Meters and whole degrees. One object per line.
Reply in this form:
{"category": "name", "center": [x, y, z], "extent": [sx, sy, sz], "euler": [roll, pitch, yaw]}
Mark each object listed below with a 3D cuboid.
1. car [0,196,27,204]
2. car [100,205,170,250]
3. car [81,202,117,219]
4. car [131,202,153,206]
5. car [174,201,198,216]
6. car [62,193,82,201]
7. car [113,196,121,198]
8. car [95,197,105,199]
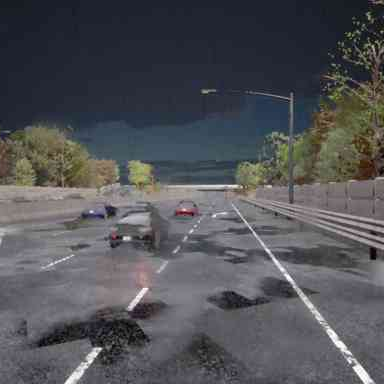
{"category": "car", "center": [-24.133, 1.359, 44.629], "extent": [2.097, 1.767, 4.553], "euler": [0, 0, 6]}
{"category": "car", "center": [-2.126, 1.525, 14.317], "extent": [1.812, 1.442, 4.674], "euler": [0, 0, 5]}
{"category": "car", "center": [-7.838, 1.565, 28.601], "extent": [1.994, 1.385, 4.181], "euler": [0, 0, 5]}
{"category": "car", "center": [-4.283, 1.548, 29.034], "extent": [2.033, 1.411, 5.357], "euler": [0, 0, 5]}
{"category": "car", "center": [-0.495, 1.565, 31.994], "extent": [1.994, 1.385, 4.181], "euler": [0, 0, 5]}
{"category": "car", "center": [-25.188, 1.273, 70.203], "extent": [2.150, 2.045, 5.566], "euler": [0, 0, 5]}
{"category": "car", "center": [-15.003, 1.566, 66.411], "extent": [1.812, 1.442, 4.674], "euler": [0, 0, 6]}
{"category": "car", "center": [-18.485, 1.637, 66.667], "extent": [1.895, 1.301, 4.718], "euler": [0, 0, 5]}
